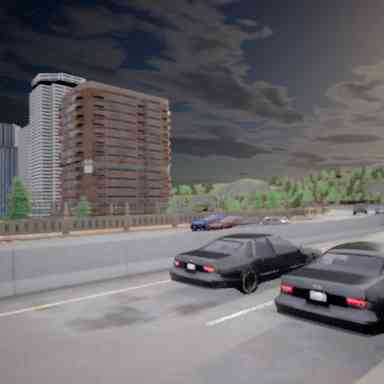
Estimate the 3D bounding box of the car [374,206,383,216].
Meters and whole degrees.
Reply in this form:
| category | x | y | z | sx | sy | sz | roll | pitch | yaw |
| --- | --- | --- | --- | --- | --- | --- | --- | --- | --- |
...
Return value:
| category | x | y | z | sx | sy | sz | roll | pitch | yaw |
| --- | --- | --- | --- | --- | --- | --- | --- | --- | --- |
| car | 31.567 | 3.148 | 55.231 | 2.128 | 1.511 | 4.902 | -3 | -3 | 33 |

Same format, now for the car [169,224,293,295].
| category | x | y | z | sx | sy | sz | roll | pitch | yaw |
| --- | --- | --- | --- | --- | --- | --- | --- | --- | --- |
| car | 1.884 | 1.932 | 9.909 | 5.357 | 1.411 | 2.033 | 1 | -3 | -41 |

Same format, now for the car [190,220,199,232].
| category | x | y | z | sx | sy | sz | roll | pitch | yaw |
| --- | --- | --- | --- | --- | --- | --- | --- | --- | --- |
| car | 2.067 | 2.640 | 28.909 | 5.008 | 1.535 | 1.882 | 1 | -3 | -41 |

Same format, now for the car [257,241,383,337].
| category | x | y | z | sx | sy | sz | roll | pitch | yaw |
| --- | --- | --- | --- | --- | --- | --- | --- | --- | --- |
| car | 3.946 | 1.774 | 7.075 | 5.357 | 1.411 | 2.033 | 1 | -3 | -41 |

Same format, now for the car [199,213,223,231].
| category | x | y | z | sx | sy | sz | roll | pitch | yaw |
| --- | --- | --- | --- | --- | --- | --- | --- | --- | --- |
| car | 3.219 | 2.468 | 25.271 | 5.008 | 1.535 | 1.882 | 1 | -3 | -41 |

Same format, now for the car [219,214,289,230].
| category | x | y | z | sx | sy | sz | roll | pitch | yaw |
| --- | --- | --- | --- | --- | --- | --- | --- | --- | --- |
| car | 4.447 | 2.310 | 21.701 | 4.902 | 1.511 | 2.128 | 1 | -3 | -41 |

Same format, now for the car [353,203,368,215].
| category | x | y | z | sx | sy | sz | roll | pitch | yaw |
| --- | --- | --- | --- | --- | --- | --- | --- | --- | --- |
| car | 30.284 | 3.087 | 59.742 | 2.150 | 2.045 | 5.566 | -2 | -2 | 30 |
